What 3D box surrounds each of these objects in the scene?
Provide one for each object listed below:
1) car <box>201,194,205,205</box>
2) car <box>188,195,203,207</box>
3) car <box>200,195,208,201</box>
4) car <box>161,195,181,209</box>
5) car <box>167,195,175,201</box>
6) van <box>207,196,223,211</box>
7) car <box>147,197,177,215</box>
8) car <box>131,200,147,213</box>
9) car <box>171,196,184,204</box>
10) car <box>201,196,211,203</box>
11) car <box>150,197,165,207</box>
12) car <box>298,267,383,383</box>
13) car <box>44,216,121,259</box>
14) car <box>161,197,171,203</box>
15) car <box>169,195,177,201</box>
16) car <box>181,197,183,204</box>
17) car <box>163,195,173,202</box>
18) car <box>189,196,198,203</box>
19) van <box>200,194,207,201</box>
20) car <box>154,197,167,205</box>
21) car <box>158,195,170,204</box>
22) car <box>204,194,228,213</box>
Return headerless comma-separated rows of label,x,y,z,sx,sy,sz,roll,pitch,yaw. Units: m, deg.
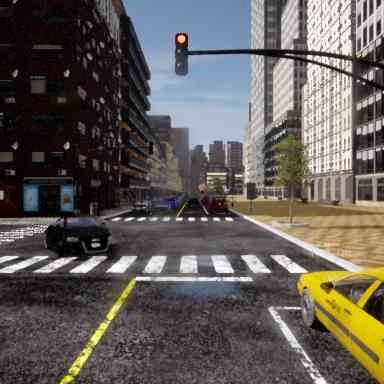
car,2.933,1.354,58.501,2.192,1.841,5.009,0,0,0
car,0.310,1.530,50.367,1.837,1.490,4.892,0,0,0
car,3.053,1.614,86.304,1.752,1.417,4.829,0,0,0
car,-2.901,1.497,43.941,1.882,1.535,5.008,0,0,0
car,-5.329,1.613,86.000,1.752,1.417,4.829,0,0,0
van,2.863,1.358,41.921,1.690,1.788,3.998,0,0,0
car,-2.953,1.558,34.122,2.033,1.411,5.357,0,0,0
car,-5.539,1.563,36.431,2.008,1.369,4.403,0,0,0
car,-2.729,1.540,63.999,2.128,1.511,4.902,0,0,0
car,2.981,1.602,69.555,1.887,1.381,4.507,0,0,0
car,-5.469,1.581,53.010,2.008,1.369,4.403,0,0,0
car,2.703,1.525,4.153,1.752,1.417,4.829,0,0,0
car,-4.310,1.617,12.788,1.994,1.385,4.181,1,-1,-34
car,-5.399,1.639,69.591,1.802,1.307,4.206,0,0,0
car,-5.305,1.644,91.696,1.887,1.381,4.507,0,0,0
car,-2.841,1.536,53.754,1.837,1.490,4.892,0,0,1
car,-5.376,1.507,75.117,1.967,1.590,4.097,0,0,0
car,0.329,1.620,71.610,1.994,1.385,4.181,0,0,0
van,3.074,1.441,91.660,1.690,1.788,3.998,0,0,0
car,-5.446,1.584,58.536,1.887,1.381,4.507,0,0,0
car,-5.423,1.488,64.064,1.967,1.590,4.097,0,0,0
car,2.839,1.327,36.395,2.192,1.841,5.009,0,0,0
